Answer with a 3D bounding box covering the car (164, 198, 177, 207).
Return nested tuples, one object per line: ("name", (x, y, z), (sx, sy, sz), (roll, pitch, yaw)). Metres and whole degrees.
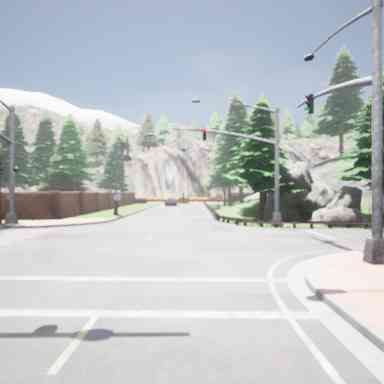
("car", (-3.521, 1.747, 56.209), (1.994, 1.385, 4.181), (0, 0, 0))
